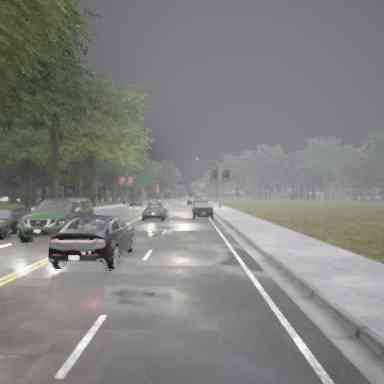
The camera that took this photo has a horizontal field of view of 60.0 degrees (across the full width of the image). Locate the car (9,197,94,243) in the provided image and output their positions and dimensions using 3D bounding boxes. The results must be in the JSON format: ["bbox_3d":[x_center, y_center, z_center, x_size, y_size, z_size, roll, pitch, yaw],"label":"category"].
[{"bbox_3d":[-6.606,1.319,16.942,2.150,2.045,5.566,0,0,0],"label":"car"}]

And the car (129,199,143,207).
[{"bbox_3d":[-9.798,1.931,58.440,2.033,1.411,5.357,0,0,1],"label":"car"}]

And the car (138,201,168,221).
[{"bbox_3d":[-3.157,1.740,29.114,1.994,1.385,4.181,0,0,0],"label":"car"}]

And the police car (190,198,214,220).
[{"bbox_3d":[0.967,1.610,30.392,1.930,1.638,5.238,0,0,0],"label":"police car"}]

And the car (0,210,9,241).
[{"bbox_3d":[-9.854,1.652,17.758,2.033,1.411,5.357,0,0,0],"label":"car"}]

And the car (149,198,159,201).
[{"bbox_3d":[-6.569,1.860,56.720,2.128,1.511,4.902,0,0,1],"label":"car"}]

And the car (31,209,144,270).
[{"bbox_3d":[-3.153,1.557,11.304,2.128,1.511,4.902,0,0,0],"label":"car"}]

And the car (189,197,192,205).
[{"bbox_3d":[0.963,1.641,46.253,2.097,1.767,4.553,0,0,0],"label":"car"}]

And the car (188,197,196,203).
[{"bbox_3d":[-0.020,2.033,83.033,1.994,1.385,4.181,0,-1,0],"label":"car"}]

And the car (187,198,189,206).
[{"bbox_3d":[-0.015,1.905,63.638,1.882,1.535,5.008,0,0,0],"label":"car"}]
